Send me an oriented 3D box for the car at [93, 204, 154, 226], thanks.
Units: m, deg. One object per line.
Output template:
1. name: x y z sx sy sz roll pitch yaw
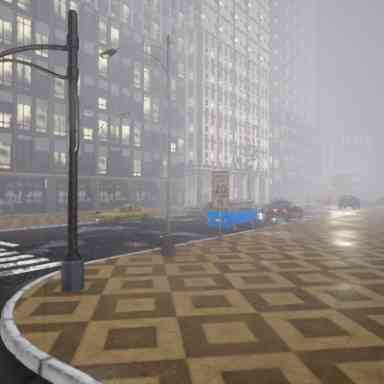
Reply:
1. car: -4.822 1.539 23.987 1.752 1.417 4.829 0 0 38

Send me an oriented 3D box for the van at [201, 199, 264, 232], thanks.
1. van: 2.571 1.368 20.280 1.690 1.788 3.998 0 0 38

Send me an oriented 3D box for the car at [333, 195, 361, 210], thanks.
1. car: 21.086 1.368 44.562 2.192 1.841 5.009 0 0 38

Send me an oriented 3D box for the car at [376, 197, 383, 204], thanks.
1. car: 38.034 1.659 66.620 1.947 1.339 4.313 0 0 38

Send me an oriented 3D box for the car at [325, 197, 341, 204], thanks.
1. car: 28.397 1.624 67.011 2.008 1.369 4.403 0 0 38

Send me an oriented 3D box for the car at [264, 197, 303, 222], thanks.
1. car: 7.527 1.472 26.914 1.967 1.590 4.097 0 0 38

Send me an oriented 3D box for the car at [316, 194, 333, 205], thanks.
1. car: 25.007 1.380 62.599 2.192 1.841 5.009 0 0 38

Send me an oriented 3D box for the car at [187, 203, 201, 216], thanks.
1. car: 1.279 1.603 31.715 1.802 1.307 4.206 0 0 38
